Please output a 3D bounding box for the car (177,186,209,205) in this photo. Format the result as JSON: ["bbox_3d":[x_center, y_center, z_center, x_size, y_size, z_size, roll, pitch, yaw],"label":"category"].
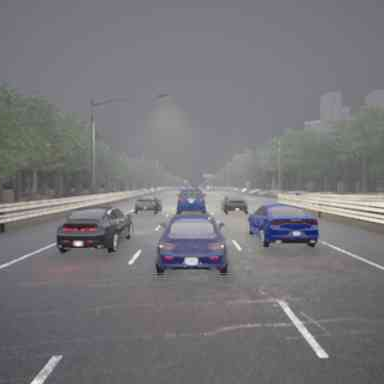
[{"bbox_3d":[-0.041,0.718,26.555,2.150,2.045,5.566,0,2,0],"label":"car"}]

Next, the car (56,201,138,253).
[{"bbox_3d":[-3.480,1.275,12.604,1.837,1.490,4.892,0,1,0],"label":"car"}]

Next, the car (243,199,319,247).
[{"bbox_3d":[3.520,1.227,13.655,1.882,1.535,5.008,0,0,0],"label":"car"}]

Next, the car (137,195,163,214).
[{"bbox_3d":[-3.539,0.963,27.638,2.128,1.511,4.902,0,1,0],"label":"car"}]

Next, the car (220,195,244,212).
[{"bbox_3d":[3.462,0.975,27.714,1.837,1.490,4.892,0,2,0],"label":"car"}]

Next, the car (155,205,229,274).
[{"bbox_3d":[0.013,1.345,9.795,1.812,1.442,4.674,0,1,1],"label":"car"}]
